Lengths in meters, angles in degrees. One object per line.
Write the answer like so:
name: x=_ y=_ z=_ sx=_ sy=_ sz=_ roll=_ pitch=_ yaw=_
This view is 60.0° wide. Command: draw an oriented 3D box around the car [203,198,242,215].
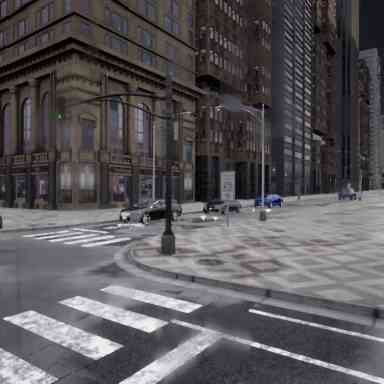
car: x=2.718 y=1.185 z=29.342 sx=1.994 sy=1.385 sz=4.181 roll=0 pitch=1 yaw=36

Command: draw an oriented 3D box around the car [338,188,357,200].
car: x=27.047 y=0.361 z=57.845 sx=2.150 sy=2.045 sz=5.566 roll=0 pitch=1 yaw=36

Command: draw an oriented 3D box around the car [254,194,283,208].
car: x=8.749 y=0.961 z=37.766 sx=1.882 sy=1.535 sz=5.008 roll=0 pitch=1 yaw=36

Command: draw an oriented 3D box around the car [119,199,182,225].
car: x=-2.616 y=1.236 z=21.893 sx=2.128 sy=1.511 sz=4.902 roll=0 pitch=1 yaw=36
